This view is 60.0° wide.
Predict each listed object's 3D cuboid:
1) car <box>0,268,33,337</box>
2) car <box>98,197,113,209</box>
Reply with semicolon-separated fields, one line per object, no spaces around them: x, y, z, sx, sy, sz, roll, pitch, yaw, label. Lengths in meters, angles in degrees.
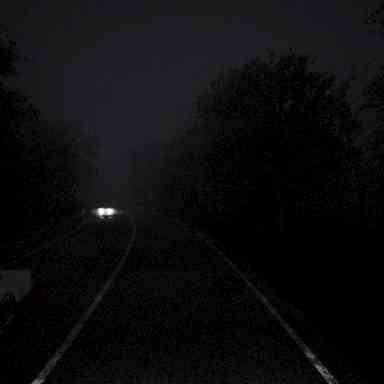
-3.762;1.615;3.867;1.895;1.301;4.718;0;0;-3;car
-12.266;1.527;47.271;2.128;1.511;4.902;1;0;-16;car
